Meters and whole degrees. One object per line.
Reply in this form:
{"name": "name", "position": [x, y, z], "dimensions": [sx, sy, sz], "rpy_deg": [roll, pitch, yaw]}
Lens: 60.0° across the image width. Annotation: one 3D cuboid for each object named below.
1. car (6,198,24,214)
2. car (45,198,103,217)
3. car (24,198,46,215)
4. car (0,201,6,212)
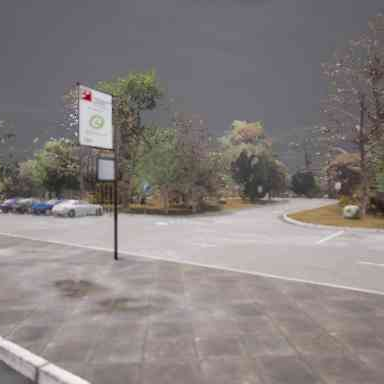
{"name": "car", "position": [-15.382, 1.379, 33.517], "dimensions": [2.231, 1.521, 4.892], "rpy_deg": [0, 0, 36]}
{"name": "car", "position": [-10.155, 1.435, 29.786], "dimensions": [2.002, 1.452, 4.674], "rpy_deg": [0, 0, 36]}
{"name": "car", "position": [-12.712, 1.386, 31.623], "dimensions": [2.097, 1.535, 5.008], "rpy_deg": [0, 0, 36]}
{"name": "car", "position": [-18.046, 1.409, 35.424], "dimensions": [2.002, 1.452, 4.674], "rpy_deg": [0, 0, 36]}
